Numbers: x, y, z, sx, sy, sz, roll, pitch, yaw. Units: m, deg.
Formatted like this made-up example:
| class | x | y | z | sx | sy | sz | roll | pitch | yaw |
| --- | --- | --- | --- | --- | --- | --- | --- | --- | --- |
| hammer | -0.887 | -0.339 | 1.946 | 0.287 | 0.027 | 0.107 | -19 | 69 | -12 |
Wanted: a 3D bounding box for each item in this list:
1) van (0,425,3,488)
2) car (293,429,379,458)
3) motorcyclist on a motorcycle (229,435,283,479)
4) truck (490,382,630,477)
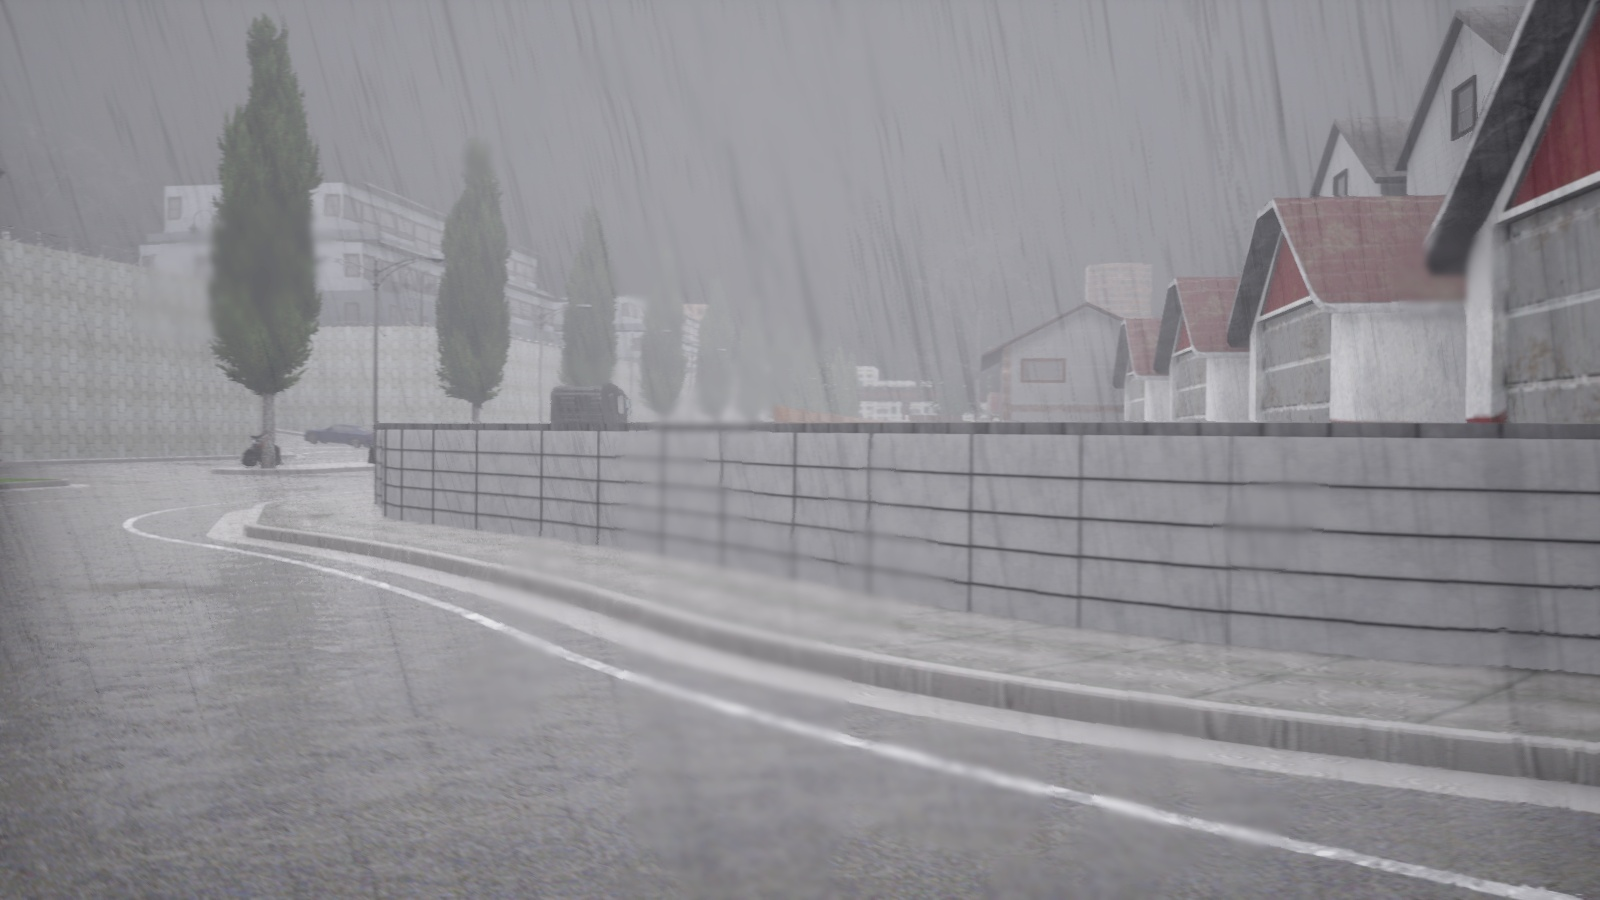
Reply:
| class | x | y | z | sx | sy | sz | roll | pitch | yaw |
| --- | --- | --- | --- | --- | --- | --- | --- | --- | --- |
| van | -26.372 | 0.238 | 37.528 | 1.775 | 1.987 | 4.442 | 0 | 1 | 9 |
| car | -29.459 | -0.435 | 79.795 | 4.674 | 1.442 | 1.812 | 4 | 2 | 5 |
| motorcyclist on a motorcycle | -21.083 | 0.255 | 48.738 | 0.766 | 1.649 | 2.350 | 0 | 1 | 9 |
| truck | -9.300 | -0.785 | 49.706 | 2.891 | 3.462 | 7.936 | 0 | 1 | 9 |
